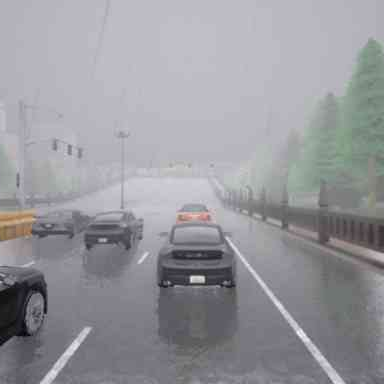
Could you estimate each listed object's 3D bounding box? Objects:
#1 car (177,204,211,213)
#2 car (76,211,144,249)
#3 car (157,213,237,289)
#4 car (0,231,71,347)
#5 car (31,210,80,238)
[{"bbox_3d":[0.137,1.500,20.794,2.097,1.767,4.553,0,0,0],"label":"car"},{"bbox_3d":[-3.375,1.612,15.060,1.837,1.490,4.892,0,-1,0],"label":"car"},{"bbox_3d":[0.116,1.574,9.366,1.837,1.490,4.892,0,0,0],"label":"car"},{"bbox_3d":[-3.394,1.521,3.804,2.128,1.511,4.902,0,0,0],"label":"car"},{"bbox_3d":[-6.867,1.679,18.388,2.033,1.411,5.357,0,0,0],"label":"car"}]
